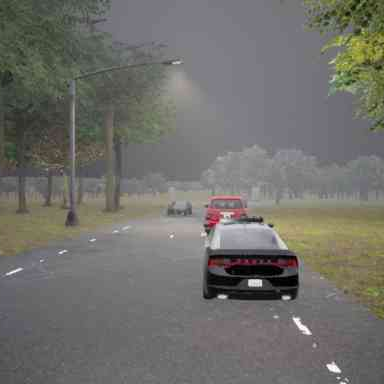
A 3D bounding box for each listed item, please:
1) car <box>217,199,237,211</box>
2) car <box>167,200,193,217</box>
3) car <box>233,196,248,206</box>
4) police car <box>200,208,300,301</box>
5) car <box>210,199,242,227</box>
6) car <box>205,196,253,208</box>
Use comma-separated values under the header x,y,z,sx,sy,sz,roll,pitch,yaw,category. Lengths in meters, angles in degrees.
x,y,z,sx,sy,sz,roll,pitch,yaw,category
4.824,1.685,44.892,2.033,1.411,5.357,0,0,13,car
-1.110,1.546,32.215,1.882,1.535,5.008,0,0,9,car
9.135,1.618,62.172,2.097,1.767,4.553,0,0,17,car
1.244,1.433,8.548,1.930,1.638,5.238,0,0,2,police car
2.469,1.404,24.160,2.097,1.767,4.553,0,0,7,car
1.882,1.259,18.323,2.150,2.045,5.566,0,0,5,car
